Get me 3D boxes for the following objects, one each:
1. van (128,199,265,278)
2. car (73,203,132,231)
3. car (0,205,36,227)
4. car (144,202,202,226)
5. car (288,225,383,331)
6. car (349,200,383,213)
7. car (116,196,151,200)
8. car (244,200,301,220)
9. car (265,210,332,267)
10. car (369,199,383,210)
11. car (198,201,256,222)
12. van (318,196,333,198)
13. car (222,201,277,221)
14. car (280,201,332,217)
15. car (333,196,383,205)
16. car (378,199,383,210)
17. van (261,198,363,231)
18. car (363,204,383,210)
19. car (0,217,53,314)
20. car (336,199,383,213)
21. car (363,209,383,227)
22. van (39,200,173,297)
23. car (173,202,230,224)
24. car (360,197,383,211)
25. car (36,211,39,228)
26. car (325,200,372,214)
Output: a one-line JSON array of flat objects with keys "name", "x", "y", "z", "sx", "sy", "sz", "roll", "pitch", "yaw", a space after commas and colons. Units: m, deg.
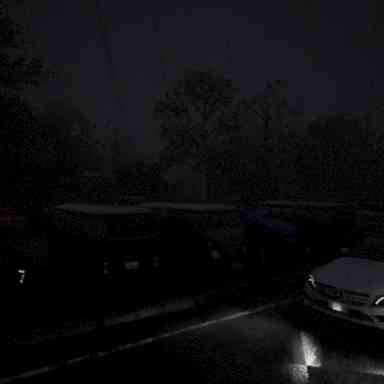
[{"name": "van", "x": -0.130, "y": 1.333, "z": 10.339, "sx": 1.878, "sy": 1.987, "sz": 4.442, "roll": 0, "pitch": 0, "yaw": -36}, {"name": "car", "x": -6.125, "y": 1.573, "z": 22.266, "sx": 2.231, "sy": 1.521, "sz": 4.892, "roll": 0, "pitch": 0, "yaw": -36}, {"name": "car", "x": -10.758, "y": 1.531, "z": 19.194, "sx": 1.946, "sy": 1.575, "sz": 5.366, "roll": 1, "pitch": 0, "yaw": -35}, {"name": "car", "x": -1.614, "y": 1.602, "z": 25.499, "sx": 2.097, "sy": 1.535, "sz": 5.008, "roll": 0, "pitch": 0, "yaw": -36}, {"name": "car", "x": 4.226, "y": 1.587, "z": 6.688, "sx": 4.674, "sy": 1.442, "sz": 1.812, "roll": 1, "pitch": 0, "yaw": -35}, {"name": "car", "x": 23.243, "y": 1.810, "z": 43.227, "sx": 2.002, "sy": 1.452, "sz": 4.674, "roll": 0, "pitch": 0, "yaw": -36}, {"name": "car", "x": -3.853, "y": 1.335, "z": 23.859, "sx": 2.435, "sy": 2.045, "sz": 5.566, "roll": 0, "pitch": 0, "yaw": -35}, {"name": "car", "x": 7.534, "y": 1.659, "z": 31.792, "sx": 1.946, "sy": 1.575, "sz": 5.366, "roll": 0, "pitch": 0, "yaw": -35}, {"name": "car", "x": 2.089, "y": 1.575, "z": 12.060, "sx": 2.097, "sy": 1.535, "sz": 5.008, "roll": 0, "pitch": 0, "yaw": -36}, {"name": "car", "x": 27.757, "y": 1.802, "z": 46.458, "sx": 2.097, "sy": 1.535, "sz": 5.008, "roll": 0, "pitch": 0, "yaw": -36}, {"name": "car", "x": 2.905, "y": 1.633, "z": 28.724, "sx": 2.231, "sy": 1.521, "sz": 4.892, "roll": 0, "pitch": 0, "yaw": -36}, {"name": "van", "x": 16.397, "y": 1.497, "z": 38.487, "sx": 1.878, "sy": 1.987, "sz": 4.442, "roll": 0, "pitch": 0, "yaw": -36}, {"name": "car", "x": 5.150, "y": 1.677, "z": 30.354, "sx": 2.163, "sy": 1.488, "sz": 4.792, "roll": 0, "pitch": 0, "yaw": -36}, {"name": "car", "x": 11.962, "y": 1.722, "z": 35.144, "sx": 2.163, "sy": 1.488, "sz": 4.792, "roll": 0, "pitch": 0, "yaw": -36}, {"name": "car", "x": 11.231, "y": 1.385, "z": 18.555, "sx": 2.435, "sy": 2.045, "sz": 5.566, "roll": 0, "pitch": 0, "yaw": -36}, {"name": "car", "x": 30.023, "y": 1.820, "z": 48.060, "sx": 2.231, "sy": 1.521, "sz": 4.892, "roll": 0, "pitch": 0, "yaw": -36}, {"name": "van", "x": 4.301, "y": 1.365, "z": 13.788, "sx": 1.878, "sy": 1.987, "sz": 4.442, "roll": 0, "pitch": 0, "yaw": -36}, {"name": "car", "x": 9.039, "y": 1.618, "z": 16.798, "sx": 1.946, "sy": 1.575, "sz": 5.366, "roll": 0, "pitch": 0, "yaw": -36}, {"name": "car", "x": -4.779, "y": 1.548, "z": 7.202, "sx": 2.163, "sy": 1.488, "sz": 4.792, "roll": 1, "pitch": 0, "yaw": -36}, {"name": "car", "x": 20.986, "y": 1.754, "z": 41.612, "sx": 2.097, "sy": 1.535, "sz": 5.008, "roll": 0, "pitch": 0, "yaw": -36}, {"name": "car", "x": 6.648, "y": 1.646, "z": 15.323, "sx": 2.002, "sy": 1.452, "sz": 4.674, "roll": 0, "pitch": 0, "yaw": -36}, {"name": "van", "x": -2.546, "y": 1.313, "z": 8.902, "sx": 1.878, "sy": 1.987, "sz": 4.442, "roll": 1, "pitch": 0, "yaw": -36}, {"name": "car", "x": 0.646, "y": 1.617, "z": 27.111, "sx": 2.097, "sy": 1.535, "sz": 5.008, "roll": 0, "pitch": 0, "yaw": -36}, {"name": "car", "x": 25.484, "y": 1.660, "z": 44.867, "sx": 2.185, "sy": 1.767, "sz": 4.553, "roll": 0, "pitch": 0, "yaw": -36}, {"name": "car", "x": -8.387, "y": 1.554, "z": 20.653, "sx": 2.097, "sy": 1.535, "sz": 5.008, "roll": 1, "pitch": 0, "yaw": -36}, {"name": "car", "x": 18.724, "y": 1.778, "z": 40.000, "sx": 2.002, "sy": 1.452, "sz": 4.674, "roll": 0, "pitch": 0, "yaw": -35}]
